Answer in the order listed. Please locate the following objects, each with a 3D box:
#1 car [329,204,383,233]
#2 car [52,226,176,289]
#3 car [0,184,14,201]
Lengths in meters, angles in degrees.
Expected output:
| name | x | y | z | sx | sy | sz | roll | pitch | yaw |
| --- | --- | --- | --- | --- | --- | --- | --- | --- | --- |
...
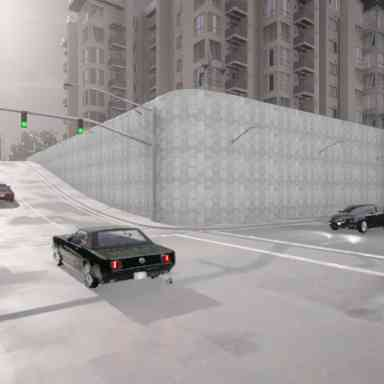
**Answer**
| name | x | y | z | sx | sy | sz | roll | pitch | yaw |
| --- | --- | --- | --- | --- | --- | --- | --- | --- | --- |
| car | 10.113 | 1.504 | 19.810 | 4.892 | 1.490 | 1.837 | 0 | 0 | -36 |
| car | -2.465 | 1.601 | 9.333 | 1.895 | 1.301 | 4.718 | 0 | 0 | -36 |
| car | -17.472 | -0.082 | 30.216 | 1.994 | 1.385 | 4.181 | 0 | 9 | -36 |
